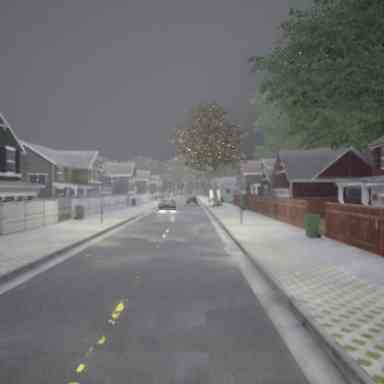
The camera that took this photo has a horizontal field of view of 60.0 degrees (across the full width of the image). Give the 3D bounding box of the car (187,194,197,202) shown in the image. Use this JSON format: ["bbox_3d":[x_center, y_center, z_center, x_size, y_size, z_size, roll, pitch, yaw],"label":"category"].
[{"bbox_3d":[0.000,1.198,67.969,1.837,1.490,4.892,0,0,0],"label":"car"}]

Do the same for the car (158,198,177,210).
[{"bbox_3d":[-2.837,1.402,39.093,1.994,1.385,4.181,0,0,0],"label":"car"}]

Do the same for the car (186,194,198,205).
[{"bbox_3d":[0.011,1.294,54.221,1.837,1.490,4.892,0,0,0],"label":"car"}]
